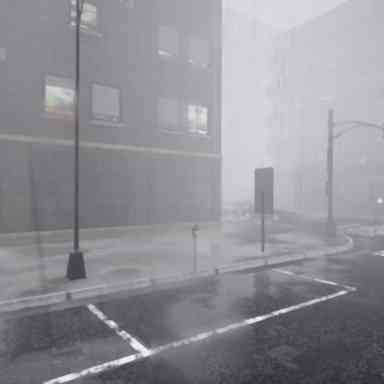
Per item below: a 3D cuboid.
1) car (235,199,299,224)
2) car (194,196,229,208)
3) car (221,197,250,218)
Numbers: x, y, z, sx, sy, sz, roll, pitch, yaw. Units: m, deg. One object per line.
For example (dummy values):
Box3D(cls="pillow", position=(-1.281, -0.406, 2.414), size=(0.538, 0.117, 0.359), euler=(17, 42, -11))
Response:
Box3D(cls="car", position=(5.502, 1.431, 23.682), size=(2.008, 1.369, 4.403), euler=(1, 0, -36))
Box3D(cls="car", position=(2.449, 1.248, 42.088), size=(2.008, 1.369, 4.403), euler=(1, 0, -36))
Box3D(cls="car", position=(2.322, 1.330, 28.042), size=(1.752, 1.417, 4.829), euler=(1, 0, -36))
